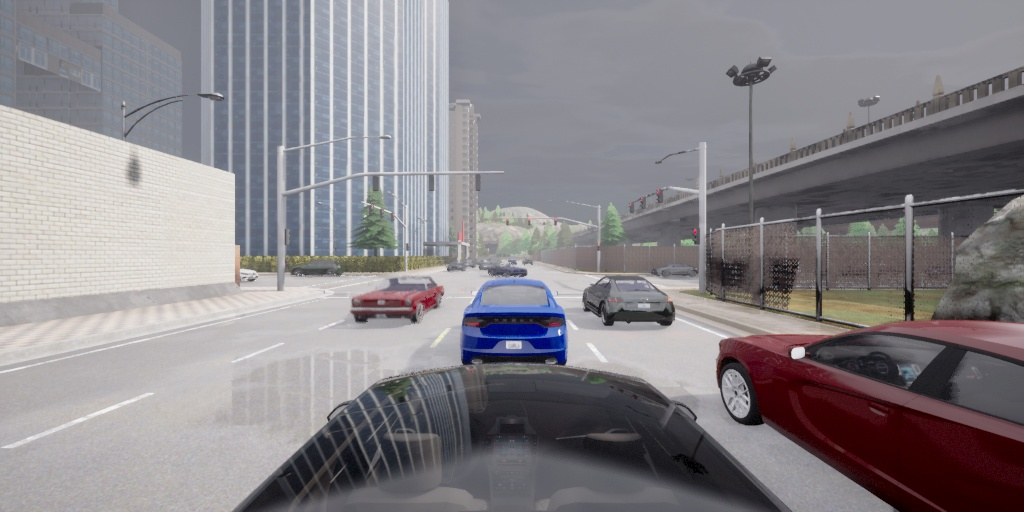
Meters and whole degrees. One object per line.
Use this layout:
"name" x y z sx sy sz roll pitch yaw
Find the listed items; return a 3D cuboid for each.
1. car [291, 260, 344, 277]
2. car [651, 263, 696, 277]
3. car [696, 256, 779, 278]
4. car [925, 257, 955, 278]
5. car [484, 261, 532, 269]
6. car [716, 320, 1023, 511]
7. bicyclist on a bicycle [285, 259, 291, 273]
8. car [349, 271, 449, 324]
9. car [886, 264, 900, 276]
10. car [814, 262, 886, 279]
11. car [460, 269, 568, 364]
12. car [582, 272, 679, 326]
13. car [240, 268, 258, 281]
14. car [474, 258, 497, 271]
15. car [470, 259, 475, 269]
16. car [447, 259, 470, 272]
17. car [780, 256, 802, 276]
"car" -19.345 1.157 35.686 4.553 1.767 2.097 0 0 -4
"car" 16.026 1.369 35.453 4.181 1.385 1.994 0 0 0
"car" 20.004 1.027 31.957 5.566 2.045 2.150 0 0 0
"car" 40.481 1.027 31.976 5.566 2.045 2.150 0 0 0
"car" -0.486 1.380 33.686 1.895 1.301 4.718 0 0 -31
"car" 3.602 1.228 2.695 1.882 1.535 5.008 0 0 0
"bicyclist on a bicycle" -25.289 1.106 40.160 0.582 1.620 1.656 0 0 0
"car" -3.596 1.351 12.071 1.895 1.301 4.718 0 0 0
"car" 35.561 1.331 35.472 4.674 1.442 1.812 0 0 0
"car" 29.773 1.406 31.974 4.718 1.301 1.895 0 0 0
"car" 0.055 1.228 8.029 1.882 1.535 5.008 0 0 1
"car" 3.577 1.314 11.689 1.994 1.385 4.181 0 0 0
"car" -22.630 1.331 28.203 4.674 1.442 1.812 0 0 0
"car" -3.580 1.242 49.756 2.128 1.511 4.902 0 0 0
"car" -7.065 1.241 58.354 2.128 1.511 4.902 0 0 0
"car" -7.108 1.314 46.415 1.994 1.385 4.181 0 0 1
"car" 25.383 1.027 35.475 5.566 2.045 2.150 0 0 -1
